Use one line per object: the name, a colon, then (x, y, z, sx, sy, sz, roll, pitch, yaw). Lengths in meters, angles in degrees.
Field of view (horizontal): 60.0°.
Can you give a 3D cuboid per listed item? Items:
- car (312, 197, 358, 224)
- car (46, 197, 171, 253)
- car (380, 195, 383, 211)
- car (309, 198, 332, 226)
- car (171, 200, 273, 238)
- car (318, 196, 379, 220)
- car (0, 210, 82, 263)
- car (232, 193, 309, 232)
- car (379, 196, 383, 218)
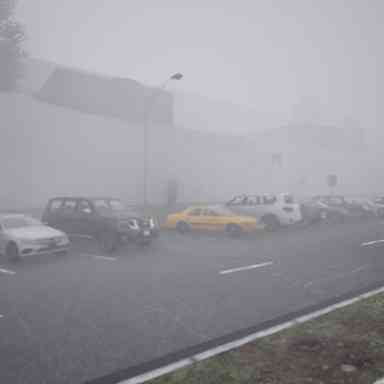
car: (8.280, 1.295, 22.468, 4.674, 1.452, 2.002, -1, 0, 35)
car: (-3.927, 1.205, 13.737, 5.566, 2.045, 2.435, -1, -1, 35)
car: (20.523, 0.976, 31.158, 4.792, 1.488, 2.163, -1, 0, 35)
car: (5.803, 1.331, 20.731, 4.792, 1.488, 2.163, -1, 0, 35)
car: (1.091, 1.382, 17.131, 5.366, 1.575, 1.946, -1, -1, 34)
car: (10.694, 1.071, 24.225, 4.553, 1.767, 2.185, -1, 0, 35)
car: (-6.399, 1.519, 12.008, 4.674, 1.452, 2.002, -1, -1, 34)
car: (3.356, 1.097, 18.991, 5.566, 2.045, 2.435, -1, 0, 35)
car: (13.165, 1.178, 25.950, 4.674, 1.452, 2.002, -1, 0, 35)
